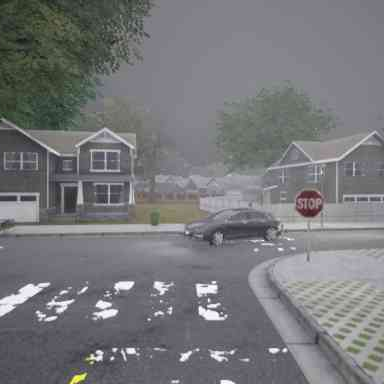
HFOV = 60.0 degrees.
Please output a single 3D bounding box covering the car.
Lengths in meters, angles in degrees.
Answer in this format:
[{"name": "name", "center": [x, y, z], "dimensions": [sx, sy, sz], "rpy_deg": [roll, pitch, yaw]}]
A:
[{"name": "car", "center": [1.933, 1.512, 15.159], "dimensions": [4.892, 1.490, 1.837], "rpy_deg": [1, -1, -28]}]
